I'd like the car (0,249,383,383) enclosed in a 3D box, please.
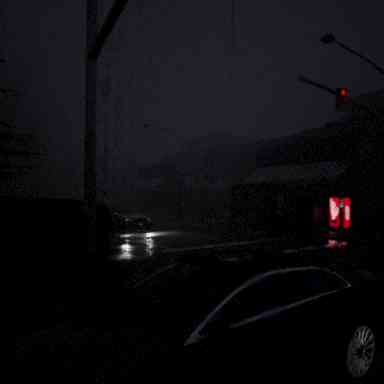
[{"bbox_3d":[0.376,1.530,3.974,4.902,1.511,2.128,0,0,-34],"label":"car"}]

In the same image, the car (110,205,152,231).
[{"bbox_3d":[-4.246,1.591,21.176,1.812,1.442,4.674,1,-1,-34],"label":"car"}]
